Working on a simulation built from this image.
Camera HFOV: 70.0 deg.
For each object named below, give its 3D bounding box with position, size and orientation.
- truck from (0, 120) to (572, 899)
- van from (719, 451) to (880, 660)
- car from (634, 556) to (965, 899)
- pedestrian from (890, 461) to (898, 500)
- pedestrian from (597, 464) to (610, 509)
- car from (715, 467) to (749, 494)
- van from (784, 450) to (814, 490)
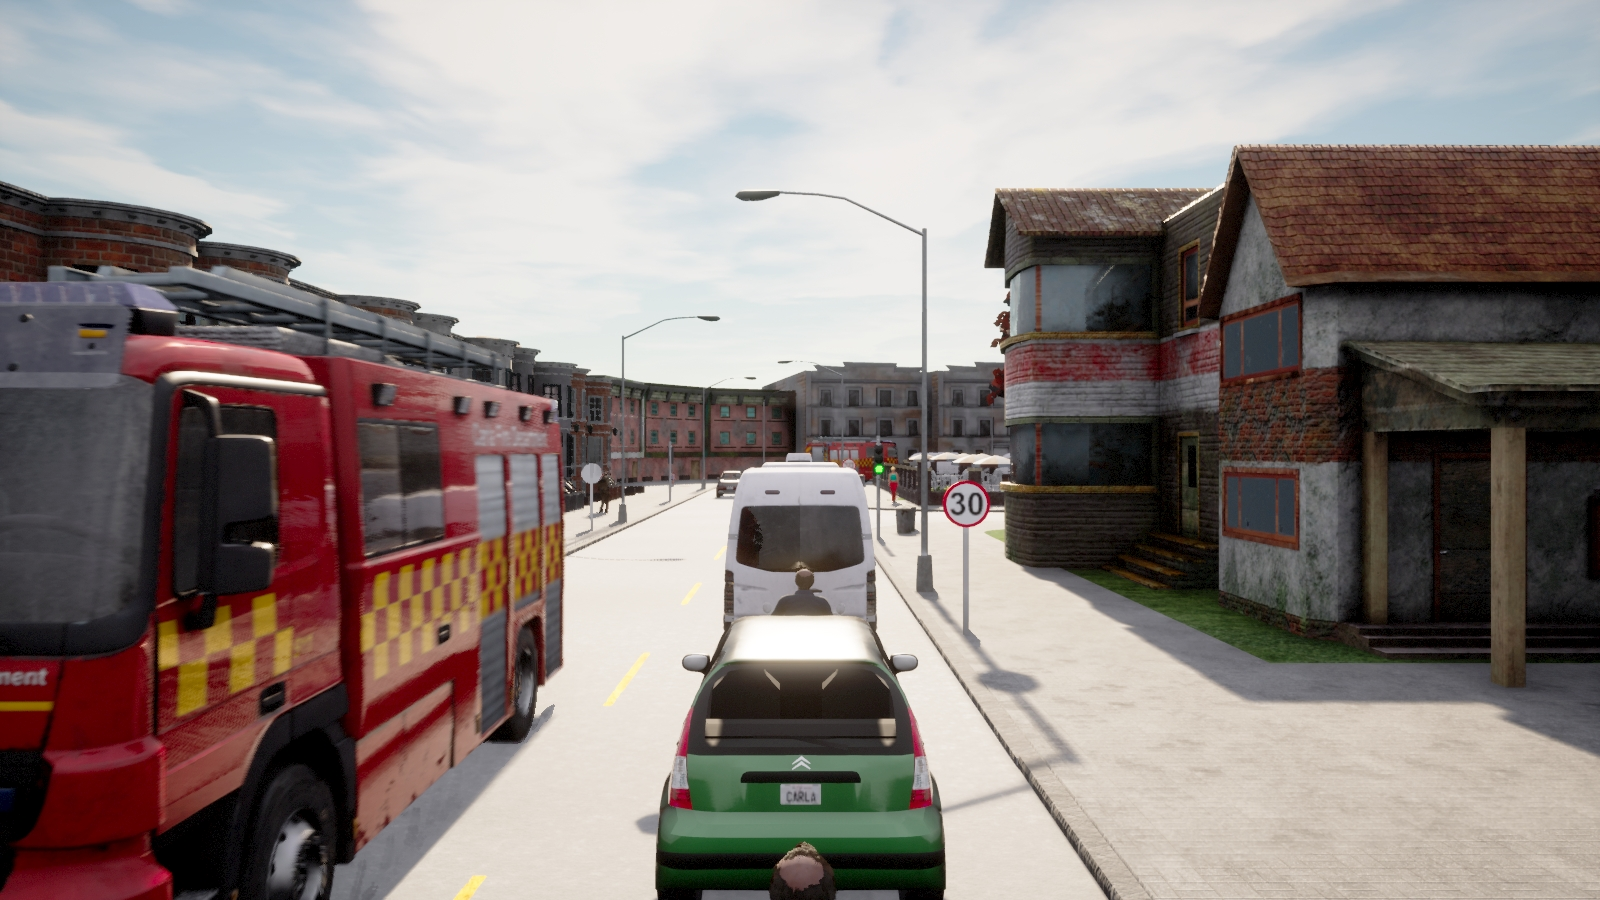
[{"bbox_3d":[-4.006,0.667,8.556,2.891,3.827,8.468,0,0,0],"label":"truck"},{"bbox_3d":[-0.006,1.308,17.043,1.988,2.561,5.915,0,0,0],"label":"van"},{"bbox_3d":[-0.003,1.776,8.384,1.851,1.617,3.988,0,0,0],"label":"car"},{"bbox_3d":[4.616,1.495,56.122,0.375,1.860,0.375,0,0,8],"label":"pedestrian"},{"bbox_3d":[-8.201,1.508,47.683,0.375,1.860,0.375,0,0,19],"label":"pedestrian"},{"bbox_3d":[-4.014,1.781,67.520,1.789,1.549,3.705,0,0,0],"label":"car"},{"bbox_3d":[-0.059,1.286,76.777,1.988,2.561,5.915,0,0,0],"label":"van"}]
